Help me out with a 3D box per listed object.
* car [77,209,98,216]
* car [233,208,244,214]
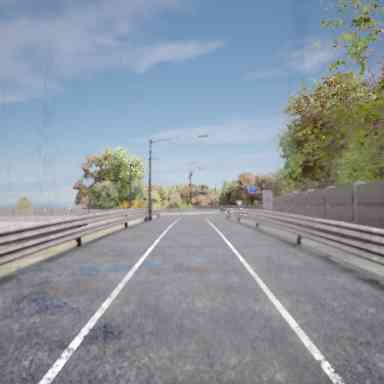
[{"bbox_3d":[-13.552,3.047,46.443,4.718,1.301,1.895,3,-4,-45],"label":"car"},{"bbox_3d":[12.704,4.903,84.737,2.033,1.411,5.357,-1,-3,21],"label":"car"}]
